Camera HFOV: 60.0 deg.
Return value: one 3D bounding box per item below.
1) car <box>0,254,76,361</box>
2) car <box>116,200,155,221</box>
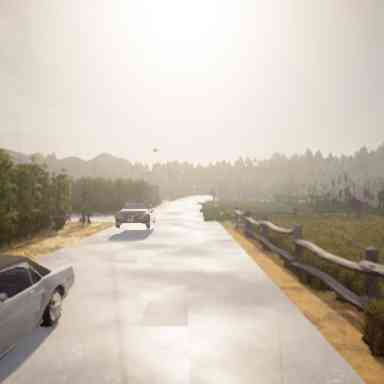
[{"bbox_3d":[-3.199,1.606,4.271,1.895,1.301,4.718,0,0,0],"label":"car"},{"bbox_3d":[-3.147,1.199,19.340,1.812,1.442,4.674,0,0,0],"label":"car"}]
